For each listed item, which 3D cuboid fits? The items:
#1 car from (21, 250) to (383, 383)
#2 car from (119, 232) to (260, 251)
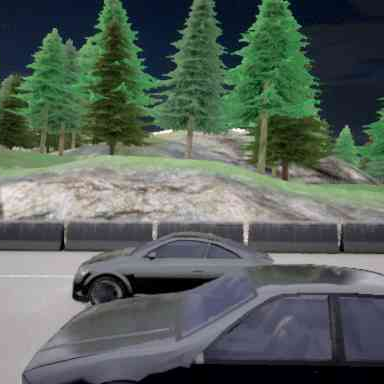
[{"bbox_3d":[1.113,1.553,3.532,5.357,1.411,2.033,0,0,2],"label":"car"},{"bbox_3d":[-0.299,1.570,7.086,4.181,1.385,1.994,0,0,2],"label":"car"}]
